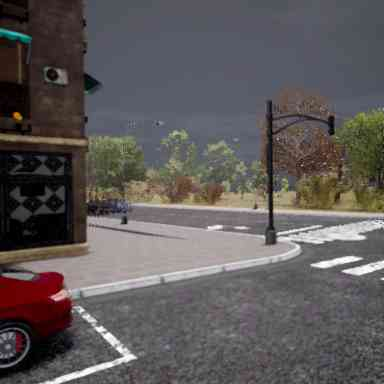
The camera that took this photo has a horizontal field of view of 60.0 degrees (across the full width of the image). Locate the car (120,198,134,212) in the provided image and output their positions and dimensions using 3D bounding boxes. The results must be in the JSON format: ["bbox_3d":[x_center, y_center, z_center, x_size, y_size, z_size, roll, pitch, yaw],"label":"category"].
[{"bbox_3d":[-8.774,1.489,39.315,2.097,1.767,4.553,-1,1,-41],"label":"car"}]

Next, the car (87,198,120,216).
[{"bbox_3d":[-10.118,1.669,35.924,1.882,1.535,5.008,-1,1,-41],"label":"car"}]

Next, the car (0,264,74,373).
[{"bbox_3d":[-3.667,1.582,4.079,4.206,1.307,1.802,0,-1,-35],"label":"car"}]
